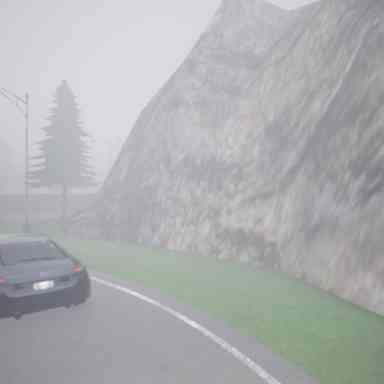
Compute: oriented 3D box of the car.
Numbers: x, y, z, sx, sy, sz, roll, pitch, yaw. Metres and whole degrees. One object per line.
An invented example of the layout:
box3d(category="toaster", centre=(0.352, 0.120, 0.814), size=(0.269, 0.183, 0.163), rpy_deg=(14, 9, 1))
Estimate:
box3d(category="car", centre=(-3.870, 1.587, 7.288), size=(1.994, 1.385, 4.181), rpy_deg=(0, 0, -40))
